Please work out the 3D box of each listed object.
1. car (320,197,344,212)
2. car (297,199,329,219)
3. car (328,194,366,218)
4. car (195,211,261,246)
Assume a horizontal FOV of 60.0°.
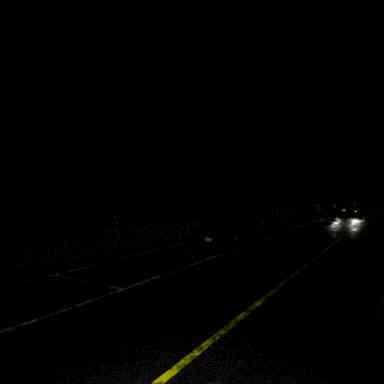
[{"bbox_3d":[16.359,1.442,38.861,1.967,1.590,4.097,0,0,32],"label":"car"},{"bbox_3d":[10.538,1.583,29.468,1.802,1.307,4.206,0,0,32],"label":"car"},{"bbox_3d":[14.609,1.222,31.135,2.150,2.045,5.566,0,0,32],"label":"car"},{"bbox_3d":[1.807,1.566,15.379,1.947,1.339,4.313,0,0,32],"label":"car"}]
